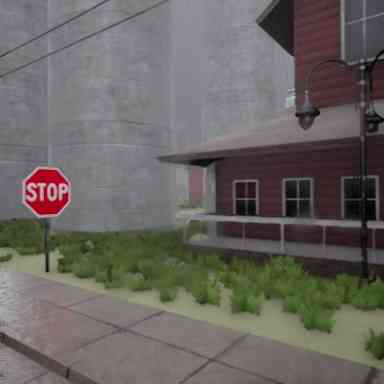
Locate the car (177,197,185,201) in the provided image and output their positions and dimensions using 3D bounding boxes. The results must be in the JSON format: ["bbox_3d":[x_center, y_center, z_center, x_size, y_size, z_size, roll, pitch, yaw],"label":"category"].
[{"bbox_3d":[-3.507,2.086,85.205,4.193,1.474,1.816,-1,0,36],"label":"car"}]
